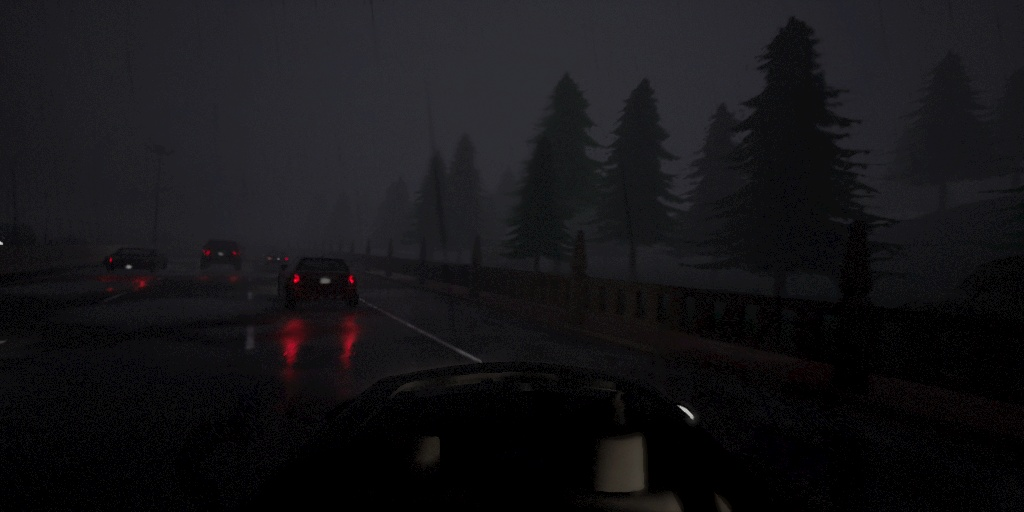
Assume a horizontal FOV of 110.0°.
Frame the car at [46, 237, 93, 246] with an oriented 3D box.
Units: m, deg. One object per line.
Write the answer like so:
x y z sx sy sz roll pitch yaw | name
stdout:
-36.746 -0.824 29.831 1.812 1.442 4.674 4 0 -36 | car

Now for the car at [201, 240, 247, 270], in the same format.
-20.649 -0.110 25.703 2.150 2.045 5.566 4 0 -36 | car

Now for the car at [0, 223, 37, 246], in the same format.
-39.523 -1.504 27.751 2.150 2.045 5.566 4 0 -36 | car

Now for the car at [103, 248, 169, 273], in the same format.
-21.140 0.206 20.398 1.895 1.301 4.718 4 0 -36 | car

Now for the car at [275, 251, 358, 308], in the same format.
-7.140 0.745 13.045 2.097 1.767 4.553 4 -1 -36 | car

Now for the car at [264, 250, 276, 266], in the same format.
-21.486 0.210 32.773 2.033 1.411 5.357 4 0 -36 | car
